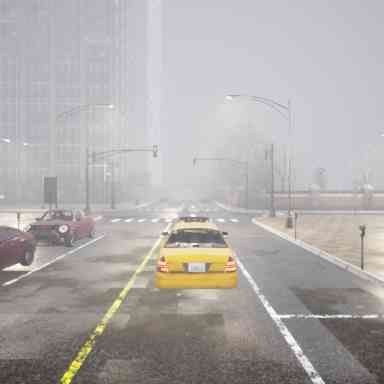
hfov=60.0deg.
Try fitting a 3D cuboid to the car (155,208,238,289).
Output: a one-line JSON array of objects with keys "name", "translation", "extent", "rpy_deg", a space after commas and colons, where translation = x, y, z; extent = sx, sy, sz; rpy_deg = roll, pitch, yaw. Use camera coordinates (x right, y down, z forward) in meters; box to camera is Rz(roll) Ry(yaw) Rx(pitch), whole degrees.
[{"name": "car", "translation": [0.089, 1.454, 9.081], "extent": [1.801, 1.575, 5.366], "rpy_deg": [0, 0, 0]}]

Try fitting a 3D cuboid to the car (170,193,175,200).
[{"name": "car", "translation": [-5.928, 1.323, 85.779], "extent": [1.967, 1.590, 4.097], "rpy_deg": [0, 0, 0]}]

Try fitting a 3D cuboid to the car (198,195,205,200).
[{"name": "car", "translation": [2.592, 1.411, 91.402], "extent": [1.887, 1.381, 4.507], "rpy_deg": [0, 0, 0]}]

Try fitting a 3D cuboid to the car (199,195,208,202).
[{"name": "car", "translation": [2.609, 1.454, 74.720], "extent": [1.887, 1.381, 4.507], "rpy_deg": [0, 0, 0]}]

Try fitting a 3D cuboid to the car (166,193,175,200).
[{"name": "car", "translation": [-5.933, 1.181, 91.337], "extent": [2.192, 1.841, 5.009], "rpy_deg": [0, 0, 0]}]

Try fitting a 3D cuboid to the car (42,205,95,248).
[{"name": "car", "translation": [-5.706, 1.433, 14.572], "extent": [1.967, 1.590, 4.097], "rpy_deg": [0, 0, 0]}]

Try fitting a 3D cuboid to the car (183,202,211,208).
[{"name": "car", "translation": [0.095, 1.535, 19.344], "extent": [2.033, 1.411, 5.357], "rpy_deg": [0, 0, 0]}]

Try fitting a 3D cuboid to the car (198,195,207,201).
[{"name": "car", "translation": [2.603, 1.448, 80.280], "extent": [2.008, 1.369, 4.403], "rpy_deg": [0, 0, 0]}]

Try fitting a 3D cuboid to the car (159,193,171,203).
[{"name": "car", "translation": [-5.911, 1.485, 69.095], "extent": [1.947, 1.339, 4.313], "rpy_deg": [0, 0, 0]}]

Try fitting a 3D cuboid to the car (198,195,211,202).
[{"name": "car", "translation": [2.682, 1.492, 63.605], "extent": [1.947, 1.339, 4.313], "rpy_deg": [0, 0, 0]}]

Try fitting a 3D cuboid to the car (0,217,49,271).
[{"name": "car", "translation": [-5.700, 1.579, 8.879], "extent": [1.802, 1.307, 4.206], "rpy_deg": [0, 0, 0]}]
